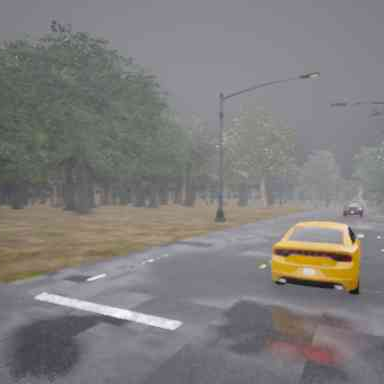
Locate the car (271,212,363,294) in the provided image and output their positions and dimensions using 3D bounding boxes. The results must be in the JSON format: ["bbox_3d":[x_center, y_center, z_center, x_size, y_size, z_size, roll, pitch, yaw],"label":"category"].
[{"bbox_3d":[3.599,1.547,9.217,1.882,1.535,5.008,0,0,27],"label":"car"}]

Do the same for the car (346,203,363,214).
[{"bbox_3d":[22.034,2.207,44.986,2.033,1.411,5.357,0,-1,27],"label":"car"}]

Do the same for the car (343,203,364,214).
[{"bbox_3d":[17.540,1.947,36.163,1.812,1.442,4.674,0,-1,28],"label":"car"}]
